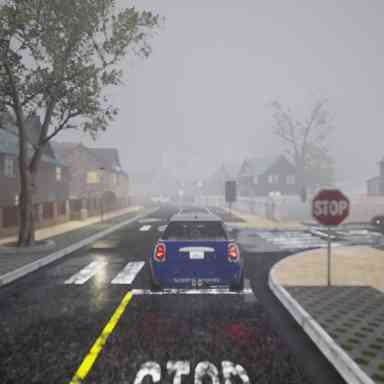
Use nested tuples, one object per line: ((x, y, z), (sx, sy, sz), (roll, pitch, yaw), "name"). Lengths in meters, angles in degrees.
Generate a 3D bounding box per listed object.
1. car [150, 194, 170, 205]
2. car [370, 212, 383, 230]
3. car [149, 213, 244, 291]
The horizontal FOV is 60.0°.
((-6.607, 1.495, 68.136), (2.150, 2.045, 5.566), (0, -1, -34), "car")
((11.432, 1.288, 16.929), (4.181, 1.385, 1.994), (-1, 0, -2), "car")
((0.101, 1.368, 9.209), (2.097, 1.767, 4.553), (0, 0, 0), "car")
